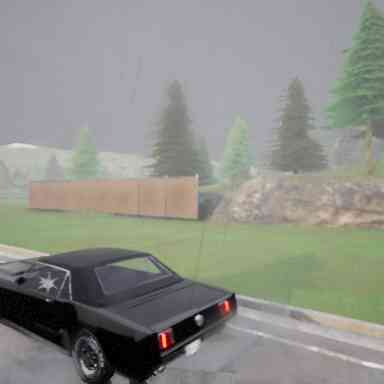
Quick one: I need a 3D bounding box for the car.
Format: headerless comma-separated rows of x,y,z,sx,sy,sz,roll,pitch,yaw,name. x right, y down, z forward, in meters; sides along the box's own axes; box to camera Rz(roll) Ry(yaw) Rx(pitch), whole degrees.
-1.763,1.587,5.356,4.718,1.301,1.895,0,0,36,car
